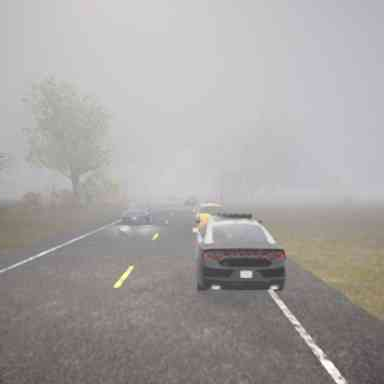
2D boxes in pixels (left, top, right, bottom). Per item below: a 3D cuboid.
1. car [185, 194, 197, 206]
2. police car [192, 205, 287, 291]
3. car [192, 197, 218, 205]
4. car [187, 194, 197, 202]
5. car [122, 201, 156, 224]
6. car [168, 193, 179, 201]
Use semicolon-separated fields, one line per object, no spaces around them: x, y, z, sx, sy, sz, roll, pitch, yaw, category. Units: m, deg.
0.002;1.231;46.553;1.994;1.385;4.181;0;0;2;car
1.046;1.366;9.000;1.930;1.638;5.238;0;0;0;police car
1.041;1.329;19.080;1.801;1.575;5.366;0;0;0;car
-0.019;1.060;60.516;1.837;1.490;4.892;0;0;0;car
-3.611;1.370;23.263;1.812;1.442;4.674;0;0;0;car
-3.551;1.021;65.229;1.837;1.490;4.892;0;1;0;car
